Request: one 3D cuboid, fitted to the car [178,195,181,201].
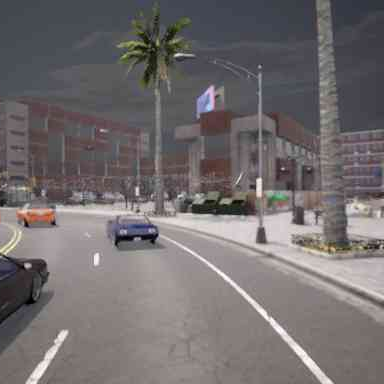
[{"bbox_3d":[-1.468,1.752,62.148,4.674,1.452,2.002,-1,0,32],"label":"car"}]

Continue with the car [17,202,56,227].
[{"bbox_3d":[-11.767,1.553,25.011,2.097,1.767,4.553,0,0,-34],"label":"car"}]

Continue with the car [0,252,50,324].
[{"bbox_3d":[-3.897,1.598,5.135,2.033,1.411,5.357,0,0,-7],"label":"car"}]

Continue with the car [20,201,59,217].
[{"bbox_3d":[-16.166,1.756,35.085,5.008,1.535,1.882,-1,-1,42],"label":"car"}]

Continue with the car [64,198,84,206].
[{"bbox_3d":[-21.730,1.704,61.423,4.553,1.767,2.185,-1,0,32],"label":"car"}]

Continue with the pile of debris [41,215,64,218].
[{"bbox_3d":[-13.991,2.432,33.285,1.860,0.140,1.500,-1,0,45],"label":"pile of debris"}]

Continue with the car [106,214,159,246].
[{"bbox_3d":[-3.032,1.703,16.023,1.895,1.301,4.718,0,0,-20],"label":"car"}]
